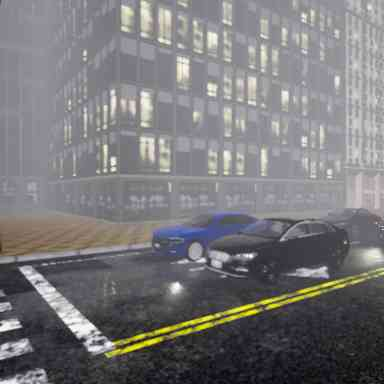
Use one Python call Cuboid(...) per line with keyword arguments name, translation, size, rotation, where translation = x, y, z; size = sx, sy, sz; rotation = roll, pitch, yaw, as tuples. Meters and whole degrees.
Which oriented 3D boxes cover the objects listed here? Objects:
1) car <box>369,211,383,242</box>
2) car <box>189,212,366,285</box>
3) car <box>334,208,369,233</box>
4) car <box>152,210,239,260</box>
Cuboid(name="car", translation=(10.349, 1.471, 15.061), size=(5.008, 1.535, 1.882), rotation=(0, 0, -36))
Cuboid(name="car", translation=(2.593, 1.487, 9.527), size=(4.902, 1.511, 2.128), rotation=(0, 0, -36))
Cuboid(name="car", translation=(8.343, 1.556, 17.622), size=(4.181, 1.385, 1.994), rotation=(0, 0, -36))
Cuboid(name="car", translation=(0.906, 1.472, 12.321), size=(5.008, 1.535, 1.882), rotation=(0, 0, -35))
